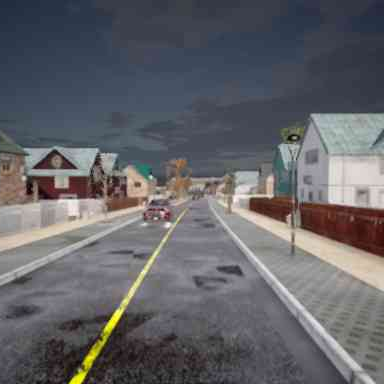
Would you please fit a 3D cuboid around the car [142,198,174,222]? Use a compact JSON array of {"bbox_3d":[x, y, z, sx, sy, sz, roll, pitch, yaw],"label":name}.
[{"bbox_3d":[-2.582,1.334,26.306,2.097,1.767,4.553,0,0,1],"label":"car"}]
